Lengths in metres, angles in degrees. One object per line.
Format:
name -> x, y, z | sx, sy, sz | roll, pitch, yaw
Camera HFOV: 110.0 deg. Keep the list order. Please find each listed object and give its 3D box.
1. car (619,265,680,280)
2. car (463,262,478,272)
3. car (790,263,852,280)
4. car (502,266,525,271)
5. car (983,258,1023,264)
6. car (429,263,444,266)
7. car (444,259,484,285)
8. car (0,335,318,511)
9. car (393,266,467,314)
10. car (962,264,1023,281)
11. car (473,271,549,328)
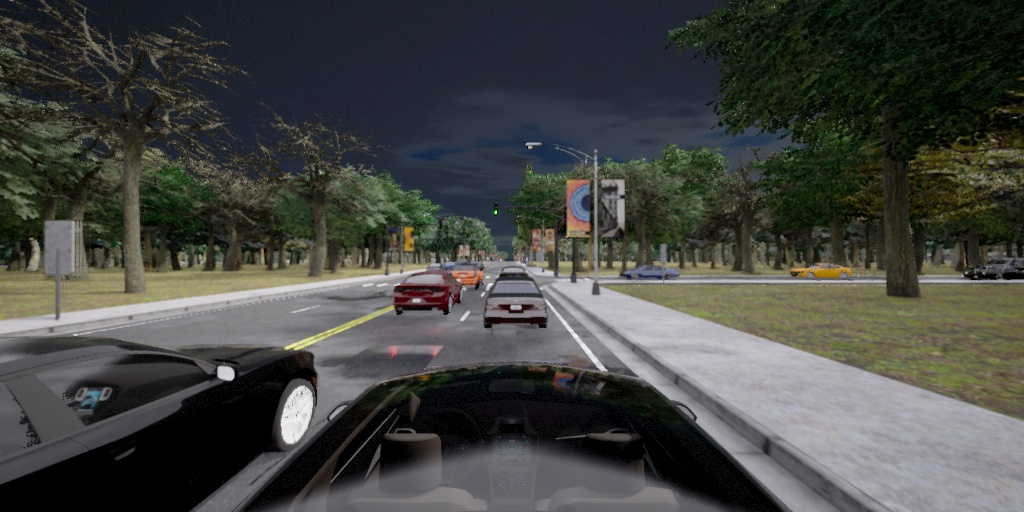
car -> 13.098, 1.545, 34.310 | 5.357, 1.411, 2.033 | 0, 0, 0
car -> -6.564, 1.746, 56.800 | 1.812, 1.442, 4.674 | 0, 0, 0
car -> 29.427, 1.457, 34.287 | 5.008, 1.535, 1.882 | 0, 0, 0
car -> 0.090, 1.412, 24.240 | 1.882, 1.535, 5.008 | 0, 0, 0
car -> 47.315, 1.246, 34.169 | 5.566, 2.045, 2.150 | 0, 0, 0
car -> -9.827, 1.652, 46.251 | 1.812, 1.442, 4.674 | 0, -1, 0
car -> -3.141, 1.295, 25.151 | 2.097, 1.767, 4.553 | 0, 0, 0
car -> -3.154, 1.231, 2.131 | 1.882, 1.535, 5.008 | 0, 0, 0
car -> -3.150, 1.329, 14.287 | 1.882, 1.535, 5.008 | 0, 0, 0
car -> 42.841, 1.552, 31.370 | 4.718, 1.301, 1.895 | 0, 0, 1
car -> 0.096, 1.377, 11.655 | 2.033, 1.411, 5.357 | 0, 0, 0
